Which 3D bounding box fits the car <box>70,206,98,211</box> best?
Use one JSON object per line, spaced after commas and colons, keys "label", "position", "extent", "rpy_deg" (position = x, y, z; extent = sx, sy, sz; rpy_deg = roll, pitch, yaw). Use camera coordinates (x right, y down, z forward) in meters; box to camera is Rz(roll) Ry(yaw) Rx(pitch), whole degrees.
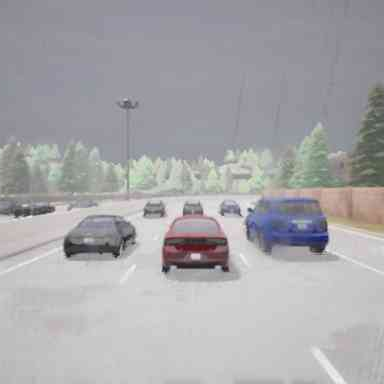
{"label": "car", "position": [-10.595, 1.480, 32.412], "extent": [2.128, 1.511, 4.902], "rpy_deg": [0, 0, 0]}

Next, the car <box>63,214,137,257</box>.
{"label": "car", "position": [-3.402, 1.559, 12.986], "extent": [1.994, 1.385, 4.181], "rpy_deg": [0, 0, 0]}

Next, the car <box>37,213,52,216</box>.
{"label": "car", "position": [-14.101, 1.590, 29.998], "extent": [1.895, 1.301, 4.718], "rpy_deg": [0, 0, 0]}

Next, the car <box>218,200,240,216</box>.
{"label": "car", "position": [3.581, 1.514, 32.066], "extent": [1.812, 1.442, 4.674], "rpy_deg": [0, 0, 0]}

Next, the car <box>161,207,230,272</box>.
{"label": "car", "position": [0.098, 1.474, 10.855], "extent": [1.882, 1.535, 5.008], "rpy_deg": [0, 0, 0]}

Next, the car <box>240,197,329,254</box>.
{"label": "car", "position": [3.587, 1.217, 13.537], "extent": [2.150, 2.045, 5.566], "rpy_deg": [0, 0, 0]}

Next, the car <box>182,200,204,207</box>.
{"label": "car", "position": [0.095, 1.480, 31.343], "extent": [2.128, 1.511, 4.902], "rpy_deg": [0, 0, 0]}

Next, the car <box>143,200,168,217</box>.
{"label": "car", "position": [-3.405, 1.480, 31.317], "extent": [2.128, 1.511, 4.902], "rpy_deg": [0, 0, 0]}
